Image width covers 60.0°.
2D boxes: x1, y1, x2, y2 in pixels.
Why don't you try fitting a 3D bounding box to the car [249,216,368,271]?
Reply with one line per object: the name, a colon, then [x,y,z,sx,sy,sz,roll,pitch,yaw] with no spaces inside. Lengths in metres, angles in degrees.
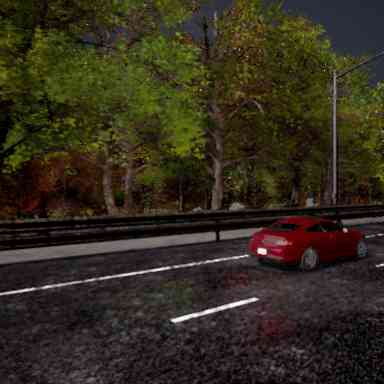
car: [3.868,1.526,10.853,4.674,1.442,1.812,0,0,-36]
